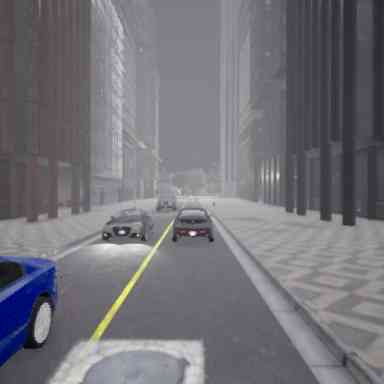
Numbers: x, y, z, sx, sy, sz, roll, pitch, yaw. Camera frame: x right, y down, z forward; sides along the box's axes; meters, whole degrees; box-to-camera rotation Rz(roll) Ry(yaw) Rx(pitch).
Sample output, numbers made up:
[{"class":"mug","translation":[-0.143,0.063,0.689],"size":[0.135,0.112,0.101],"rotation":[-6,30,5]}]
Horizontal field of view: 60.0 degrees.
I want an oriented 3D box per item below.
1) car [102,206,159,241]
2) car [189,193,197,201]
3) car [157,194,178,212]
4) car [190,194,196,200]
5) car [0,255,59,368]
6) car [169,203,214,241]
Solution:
[{"class":"car","translation":[-3.028,1.560,16.498],"size":[1.994,1.385,4.181],"rotation":[0,0,1]},{"class":"car","translation":[0.252,1.202,82.406],"size":[2.150,2.045,5.566],"rotation":[0,0,0]},{"class":"car","translation":[-2.885,1.204,39.532],"size":[2.150,2.045,5.566],"rotation":[0,0,0]},{"class":"car","translation":[0.282,1.398,92.796],"size":[1.837,1.490,4.892],"rotation":[0,0,0]},{"class":"car","translation":[-3.094,1.470,3.416],"size":[1.882,1.535,5.008],"rotation":[0,0,0]},{"class":"car","translation":[0.046,1.514,16.603],"size":[1.837,1.490,4.892],"rotation":[0,0,0]}]
